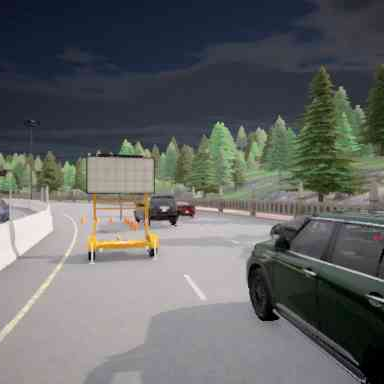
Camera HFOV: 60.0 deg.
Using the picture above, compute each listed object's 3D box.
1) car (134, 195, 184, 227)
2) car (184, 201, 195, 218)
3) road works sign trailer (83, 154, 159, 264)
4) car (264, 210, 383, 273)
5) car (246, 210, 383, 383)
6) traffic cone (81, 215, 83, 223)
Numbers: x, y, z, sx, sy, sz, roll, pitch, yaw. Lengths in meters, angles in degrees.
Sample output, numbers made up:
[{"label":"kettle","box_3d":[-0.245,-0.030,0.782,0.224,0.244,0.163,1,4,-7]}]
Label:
[{"label":"car","box_3d":[-2.629,1.222,23.282,2.150,2.045,5.566,0,0,-20]},{"label":"car","box_3d":[-1.366,1.477,29.523,1.882,1.535,5.008,0,0,-22]},{"label":"road works sign trailer","box_3d":[-2.563,0.464,11.988,2.380,3.560,2.880,0,0,-17]},{"label":"car","box_3d":[4.503,1.505,11.786,1.837,1.490,4.892,0,0,-13]},{"label":"car","box_3d":[2.528,1.223,4.290,2.150,2.045,5.566,0,0,-11]},{"label":"traffic cone","box_3d":[-7.859,1.955,23.957,0.340,0.580,0.340,0,0,-17]}]
